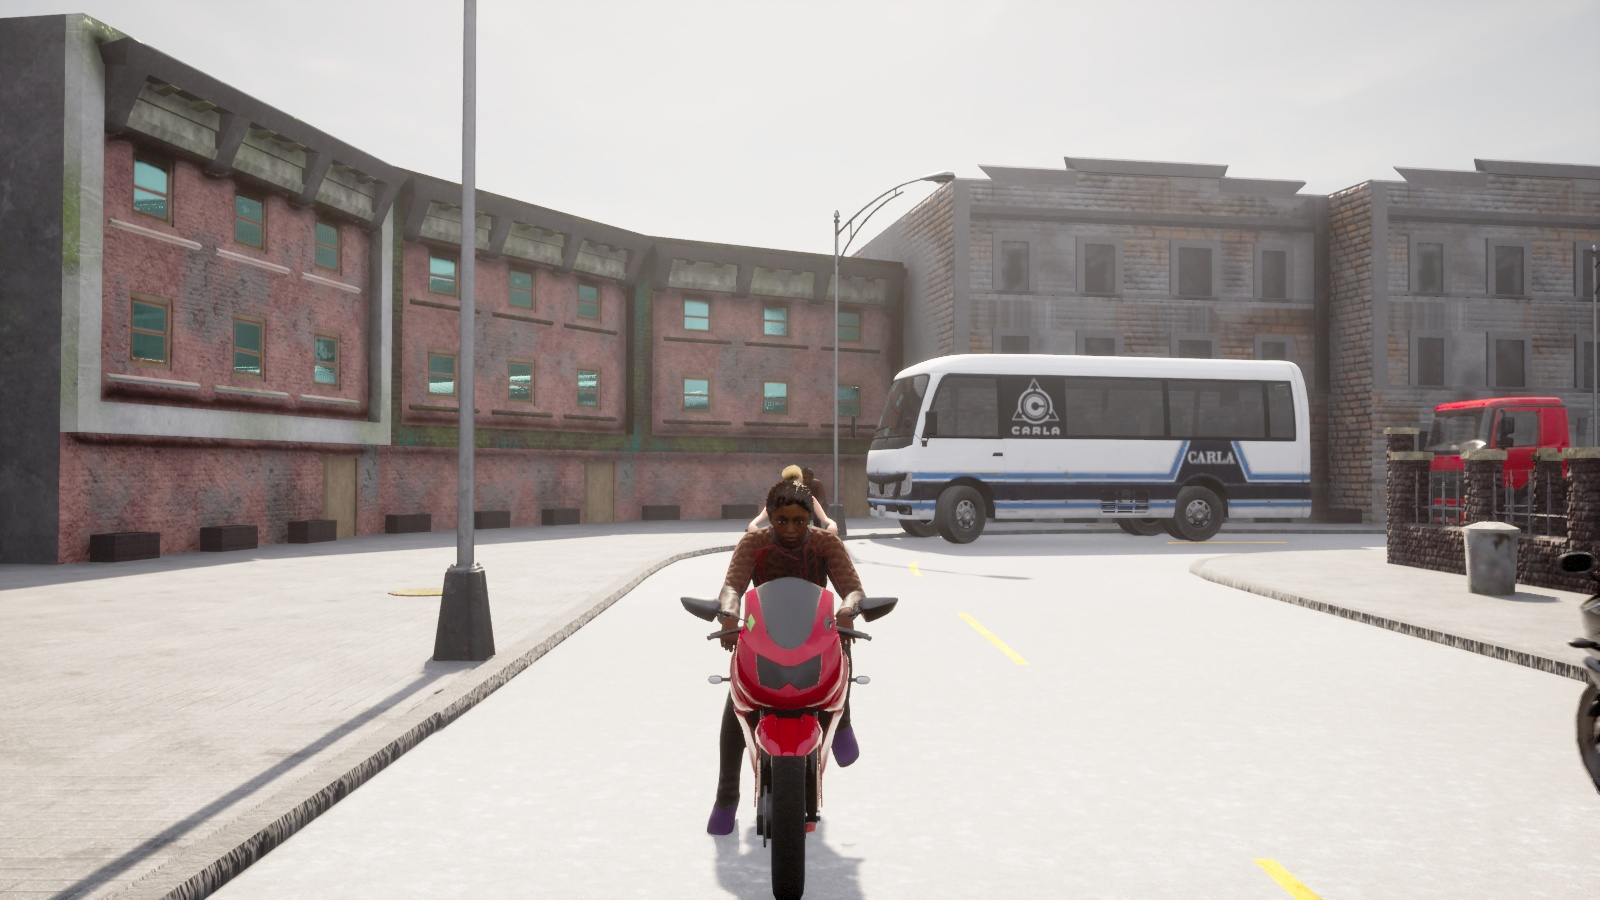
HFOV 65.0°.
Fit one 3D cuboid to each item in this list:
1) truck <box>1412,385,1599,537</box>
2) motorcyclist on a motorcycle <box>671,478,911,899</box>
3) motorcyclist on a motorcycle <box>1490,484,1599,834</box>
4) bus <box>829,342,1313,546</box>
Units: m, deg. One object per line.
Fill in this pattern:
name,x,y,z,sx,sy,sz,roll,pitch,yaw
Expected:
truck,19.417,0.261,30.212,7.936,3.462,2.891,0,-1,0
motorcyclist on a motorcycle,-0.036,0.884,5.211,0.797,1.523,2.044,0,-1,0
motorcyclist on a motorcycle,3.964,0.923,5.306,0.866,1.530,2.191,0,-1,0
bus,6.139,-0.096,29.192,10.273,4.253,3.944,0,-1,-13
